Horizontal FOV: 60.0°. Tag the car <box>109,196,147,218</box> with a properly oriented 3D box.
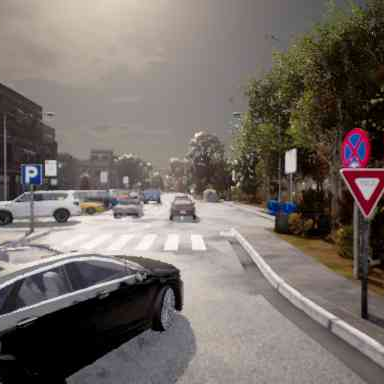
[{"bbox_3d":[-4.971,1.267,26.336,1.895,1.301,4.718,0,1,-2],"label":"car"}]

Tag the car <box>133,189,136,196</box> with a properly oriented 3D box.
[{"bbox_3d":[-11.058,0.769,48.544,4.553,1.767,2.185,-1,1,-22],"label":"car"}]

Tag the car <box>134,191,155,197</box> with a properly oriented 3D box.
[{"bbox_3d":[-12.529,0.541,87.535,4.892,1.521,2.231,-1,0,-22],"label":"car"}]

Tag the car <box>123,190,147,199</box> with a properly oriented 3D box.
[{"bbox_3d":[-11.872,0.562,69.533,4.553,1.767,2.185,-1,0,-22],"label":"car"}]

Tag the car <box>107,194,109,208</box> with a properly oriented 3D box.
[{"bbox_3d":[-10.425,1.142,30.534,4.674,1.452,2.002,-1,1,-22],"label":"car"}]

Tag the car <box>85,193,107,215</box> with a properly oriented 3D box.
[{"bbox_3d":[-10.130,1.130,27.602,5.366,1.575,1.946,-1,0,-22],"label":"car"}]

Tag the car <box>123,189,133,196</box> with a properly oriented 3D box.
[{"bbox_3d":[-10.950,0.802,45.545,4.553,1.767,2.185,-1,1,-22],"label":"car"}]

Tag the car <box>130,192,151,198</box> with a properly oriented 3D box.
[{"bbox_3d":[-12.174,0.651,78.542,4.674,1.452,2.002,-1,0,-22],"label":"car"}]

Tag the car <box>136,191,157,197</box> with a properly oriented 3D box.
[{"bbox_3d":[-12.470,0.510,90.604,5.366,1.575,1.946,-1,0,-22],"label":"car"}]

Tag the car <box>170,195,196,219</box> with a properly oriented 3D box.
[{"bbox_3d":[-0.704,1.207,25.240,1.812,1.442,4.674,0,1,-2],"label":"car"}]

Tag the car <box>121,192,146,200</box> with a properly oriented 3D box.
[{"bbox_3d":[-11.728,0.754,66.541,4.674,1.452,2.002,-1,1,-22],"label":"car"}]

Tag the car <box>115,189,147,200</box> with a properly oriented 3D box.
[{"bbox_3d":[-11.615,0.491,63.563,5.566,2.045,2.435,-1,0,-22],"label":"car"}]

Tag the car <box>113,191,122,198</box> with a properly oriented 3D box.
[{"bbox_3d":[-10.642,1.031,36.532,5.008,1.535,2.097,-1,1,-22],"label":"car"}]

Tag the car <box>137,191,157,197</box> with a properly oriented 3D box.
[{"bbox_3d":[-12.592,0.487,93.603,5.366,1.575,1.946,-1,0,-22],"label":"car"}]

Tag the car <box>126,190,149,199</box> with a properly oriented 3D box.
[{"bbox_3d":[-11.981,0.536,72.532,4.553,1.767,2.185,-1,0,-22],"label":"car"}]

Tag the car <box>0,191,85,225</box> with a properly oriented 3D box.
[{"bbox_3d":[-10.085,0.956,21.503,5.566,2.045,2.435,-1,1,-22],"label":"car"}]

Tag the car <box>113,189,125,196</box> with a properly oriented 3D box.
[{"bbox_3d":[-10.795,0.872,39.530,4.553,1.767,2.185,-1,1,-22],"label":"car"}]

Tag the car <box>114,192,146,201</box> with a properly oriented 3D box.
[{"bbox_3d":[-11.346,0.765,60.616,5.366,1.575,1.946,-1,0,-22],"label":"car"}]

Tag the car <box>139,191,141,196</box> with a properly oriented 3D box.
[{"bbox_3d":[-11.281,0.580,54.553,5.566,2.045,2.435,-1,0,-22],"label":"car"}]

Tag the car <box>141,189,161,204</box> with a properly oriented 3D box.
[{"bbox_3d":[-5.747,0.614,48.985,2.150,2.045,5.566,0,0,-2],"label":"car"}]

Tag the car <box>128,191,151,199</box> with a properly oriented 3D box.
[{"bbox_3d":[-12.033,0.664,75.554,4.792,1.488,2.163,-1,0,-22],"label":"car"}]

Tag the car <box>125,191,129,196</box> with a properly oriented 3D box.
[{"bbox_3d":[-10.873,1.003,42.539,4.674,1.452,2.002,-1,0,-22],"label":"car"}]

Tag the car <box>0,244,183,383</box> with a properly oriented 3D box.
[{"bbox_3d":[-1.871,1.452,4.369,2.128,1.511,4.902,1,1,28],"label":"car"}]

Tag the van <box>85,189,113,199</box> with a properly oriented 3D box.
[{"bbox_3d":[-10.645,0.843,33.482,4.442,1.987,1.878,-1,1,-22],"label":"van"}]

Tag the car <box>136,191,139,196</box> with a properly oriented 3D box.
[{"bbox_3d":[-11.171,0.892,51.558,4.792,1.488,2.163,-1,0,-22],"label":"car"}]
